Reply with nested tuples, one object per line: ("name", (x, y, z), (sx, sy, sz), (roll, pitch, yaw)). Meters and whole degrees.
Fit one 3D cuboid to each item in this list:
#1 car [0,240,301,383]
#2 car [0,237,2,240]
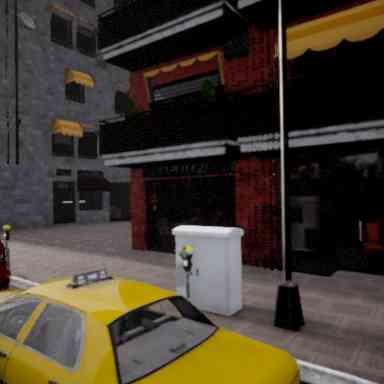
("car", (-1.297, 1.524, 3.664), (4.829, 1.417, 1.752), (0, -1, 36))
("car", (-5.689, 1.313, 6.798), (5.009, 1.841, 2.192), (0, -1, 35))
